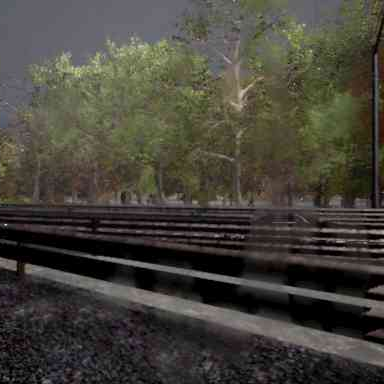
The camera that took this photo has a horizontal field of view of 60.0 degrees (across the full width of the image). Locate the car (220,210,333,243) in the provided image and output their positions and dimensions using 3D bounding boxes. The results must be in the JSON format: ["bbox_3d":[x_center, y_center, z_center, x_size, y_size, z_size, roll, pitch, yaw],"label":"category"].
[{"bbox_3d":[3.654,1.596,14.788,4.892,1.490,1.837,0,0,21],"label":"car"}]
